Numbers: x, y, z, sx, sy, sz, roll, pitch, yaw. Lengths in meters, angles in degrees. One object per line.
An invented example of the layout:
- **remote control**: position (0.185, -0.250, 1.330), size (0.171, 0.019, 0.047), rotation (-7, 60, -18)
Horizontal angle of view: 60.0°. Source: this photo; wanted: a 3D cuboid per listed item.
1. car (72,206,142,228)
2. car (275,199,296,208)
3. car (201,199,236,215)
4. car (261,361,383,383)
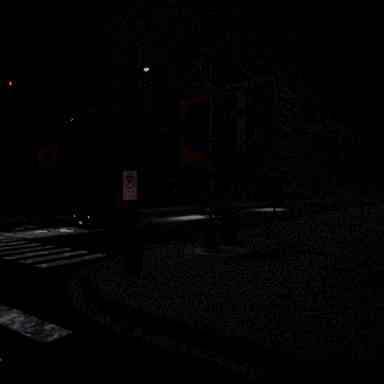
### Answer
- **car**: position (-5.680, 1.622, 22.538), size (1.895, 1.301, 4.718), rotation (0, 0, 35)
- **car**: position (13.992, 1.737, 50.217), size (1.895, 1.301, 4.718), rotation (0, 0, 35)
- **car**: position (2.810, 1.538, 34.551), size (2.128, 1.511, 4.902), rotation (0, 0, 35)
- **car**: position (2.176, 1.551, 1.294), size (4.403, 1.369, 2.008), rotation (0, 0, 36)
